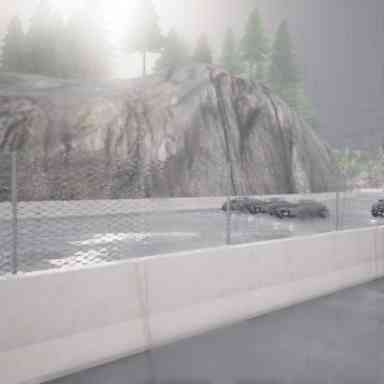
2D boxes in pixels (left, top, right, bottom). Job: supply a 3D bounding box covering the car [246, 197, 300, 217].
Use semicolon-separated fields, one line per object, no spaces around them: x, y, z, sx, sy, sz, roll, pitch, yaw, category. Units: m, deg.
6.467;1.129;26.327;4.181;1.385;1.994;-1;1;-40;car
